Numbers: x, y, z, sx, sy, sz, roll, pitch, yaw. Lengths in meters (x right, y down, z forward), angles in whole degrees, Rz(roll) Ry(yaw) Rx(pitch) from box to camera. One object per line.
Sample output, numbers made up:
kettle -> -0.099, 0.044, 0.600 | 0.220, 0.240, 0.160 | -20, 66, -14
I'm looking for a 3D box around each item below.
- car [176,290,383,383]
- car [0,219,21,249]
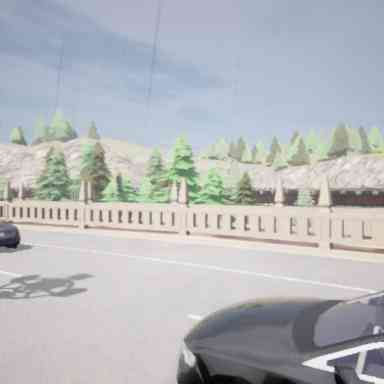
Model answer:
car -> 2.091, 1.484, 2.407 | 4.902, 1.511, 2.128 | 0, 0, 35
car -> -8.680, 1.512, 12.942 | 4.181, 1.385, 1.994 | 0, 0, 28
